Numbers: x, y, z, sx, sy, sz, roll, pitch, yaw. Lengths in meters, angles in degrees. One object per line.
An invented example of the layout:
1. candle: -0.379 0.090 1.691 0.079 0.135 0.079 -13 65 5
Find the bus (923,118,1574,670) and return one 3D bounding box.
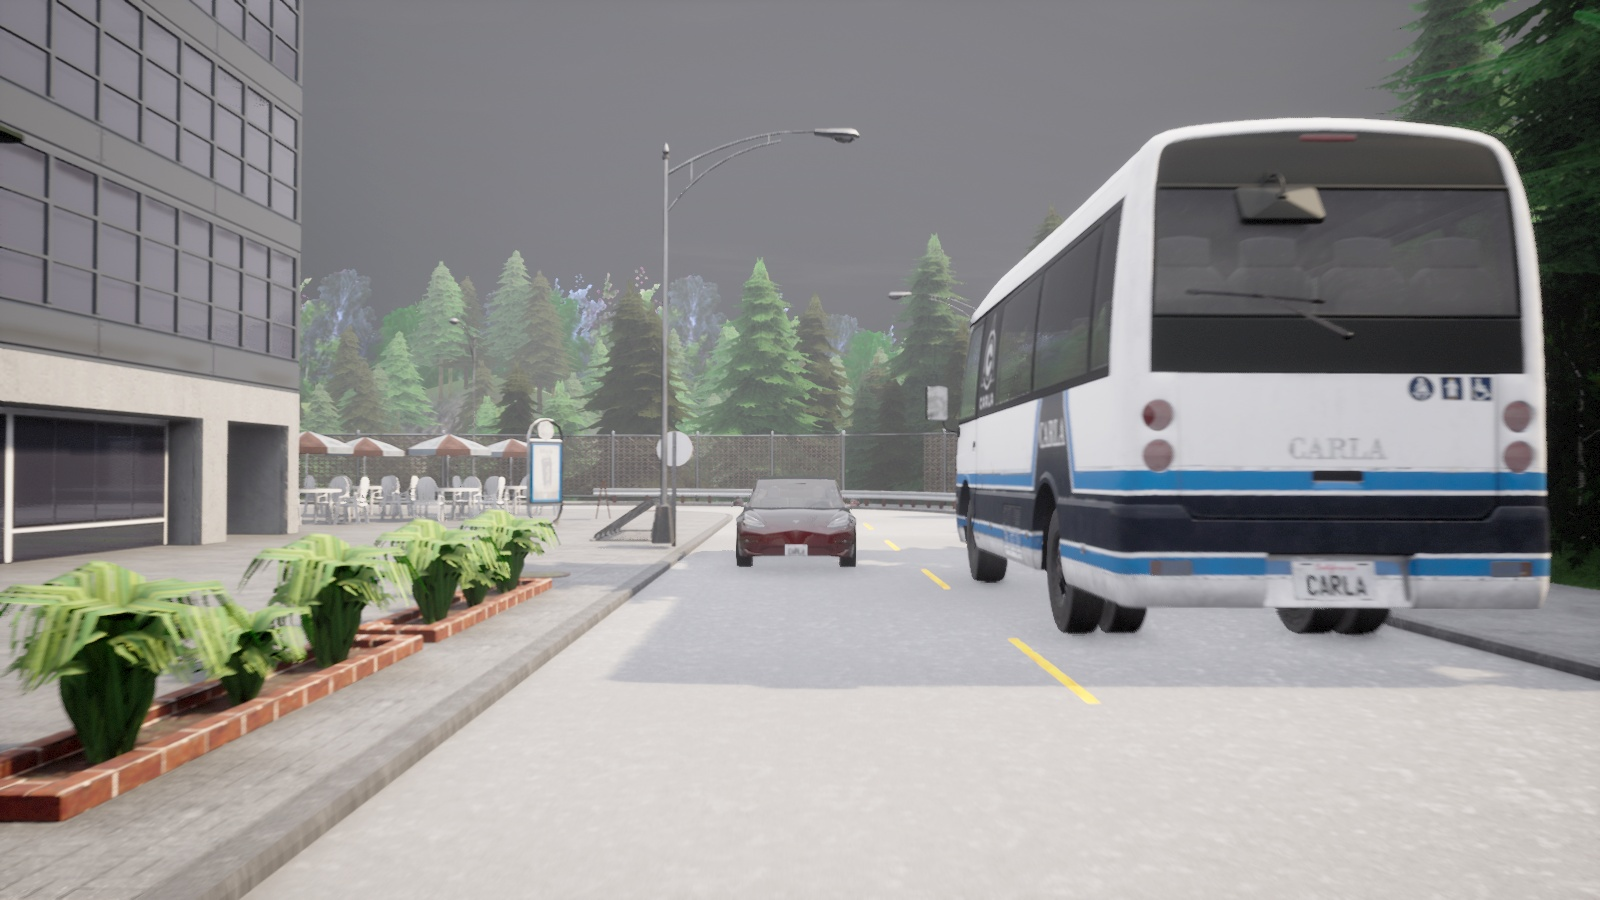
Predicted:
1. bus: 3.958 -0.332 14.838 3.944 4.253 10.273 0 -1 0

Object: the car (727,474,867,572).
1. car: -0.053 1.176 21.785 2.163 1.488 4.792 0 -1 0
